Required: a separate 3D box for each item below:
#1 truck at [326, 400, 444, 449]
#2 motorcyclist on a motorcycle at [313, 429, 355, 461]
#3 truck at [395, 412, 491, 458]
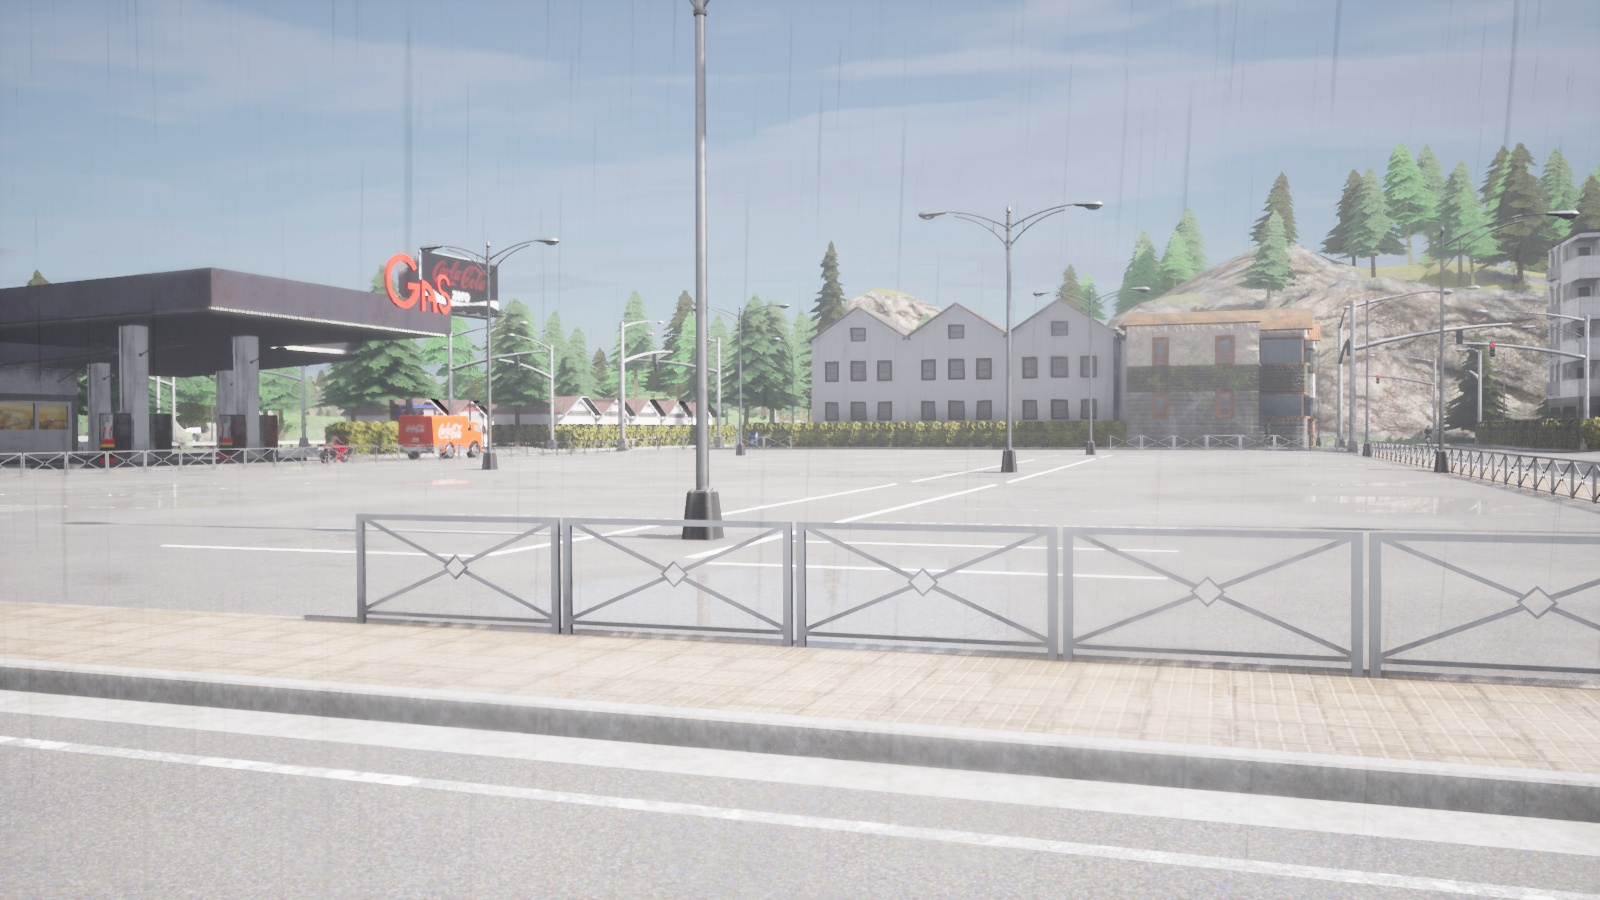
[{"bbox_3d":[-30.355,-1.862,91.884,7.936,3.462,2.891,0,2,19],"label":"truck"},{"bbox_3d":[-22.763,-0.257,61.423,0.797,1.523,2.044,1,1,19],"label":"motorcyclist on a motorcycle"},{"bbox_3d":[-19.786,-0.849,69.822,2.627,2.467,5.204,1,1,19],"label":"truck"}]
